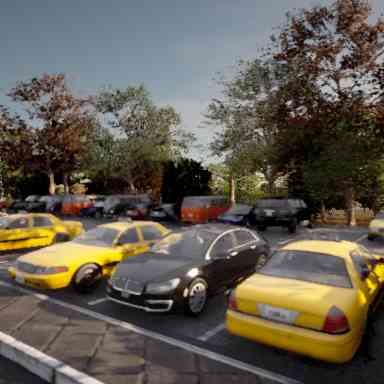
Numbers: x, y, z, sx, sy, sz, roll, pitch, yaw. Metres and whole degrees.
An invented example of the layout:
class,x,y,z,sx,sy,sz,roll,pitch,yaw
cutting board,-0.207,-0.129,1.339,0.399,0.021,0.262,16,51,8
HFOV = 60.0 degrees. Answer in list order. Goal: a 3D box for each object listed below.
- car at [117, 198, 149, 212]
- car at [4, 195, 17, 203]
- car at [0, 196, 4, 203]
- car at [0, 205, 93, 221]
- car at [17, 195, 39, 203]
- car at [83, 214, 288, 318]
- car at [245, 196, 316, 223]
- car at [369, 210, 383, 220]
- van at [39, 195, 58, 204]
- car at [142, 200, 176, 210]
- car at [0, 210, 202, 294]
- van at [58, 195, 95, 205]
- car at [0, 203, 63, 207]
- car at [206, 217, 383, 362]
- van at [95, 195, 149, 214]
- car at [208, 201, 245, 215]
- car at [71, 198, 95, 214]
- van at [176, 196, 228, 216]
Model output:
class,x,y,z,sx,sy,sz,roll,pitch,yaw
car,-3.260,1.525,26.576,2.163,1.488,4.792,0,0,36
car,-16.751,1.306,36.279,2.435,2.045,5.566,0,0,36
car,-21.225,1.581,39.548,2.097,1.535,5.008,0,0,36
car,-6.711,1.504,12.660,1.946,1.575,5.366,0,0,36
car,-14.508,1.294,34.654,2.435,2.045,5.566,0,0,36
car,0.244,1.543,7.859,2.231,1.521,4.892,0,0,36
car,5.709,1.273,20.078,2.435,2.045,5.566,0,0,36
car,10.069,1.546,16.656,1.946,1.575,5.366,0,0,36
van,-12.317,1.308,32.957,1.878,1.987,4.442,0,0,36
car,-1.122,1.525,25.027,2.163,1.488,4.792,0,0,36
car,-2.116,1.527,9.332,1.946,1.575,5.366,0,0,36
van,-9.937,1.296,31.521,1.878,1.987,4.442,0,0,36
car,-8.641,1.498,14.517,1.946,1.575,5.366,0,0,36
car,2.598,1.552,6.375,1.946,1.575,5.366,0,0,36
van,-5.569,1.275,28.080,1.878,1.987,4.442,0,0,36
car,3.432,1.542,21.658,2.163,1.488,4.792,0,0,36
car,-7.758,1.510,29.805,2.097,1.535,5.008,0,0,36
van,1.174,1.276,23.473,1.878,1.987,4.442,0,0,36
